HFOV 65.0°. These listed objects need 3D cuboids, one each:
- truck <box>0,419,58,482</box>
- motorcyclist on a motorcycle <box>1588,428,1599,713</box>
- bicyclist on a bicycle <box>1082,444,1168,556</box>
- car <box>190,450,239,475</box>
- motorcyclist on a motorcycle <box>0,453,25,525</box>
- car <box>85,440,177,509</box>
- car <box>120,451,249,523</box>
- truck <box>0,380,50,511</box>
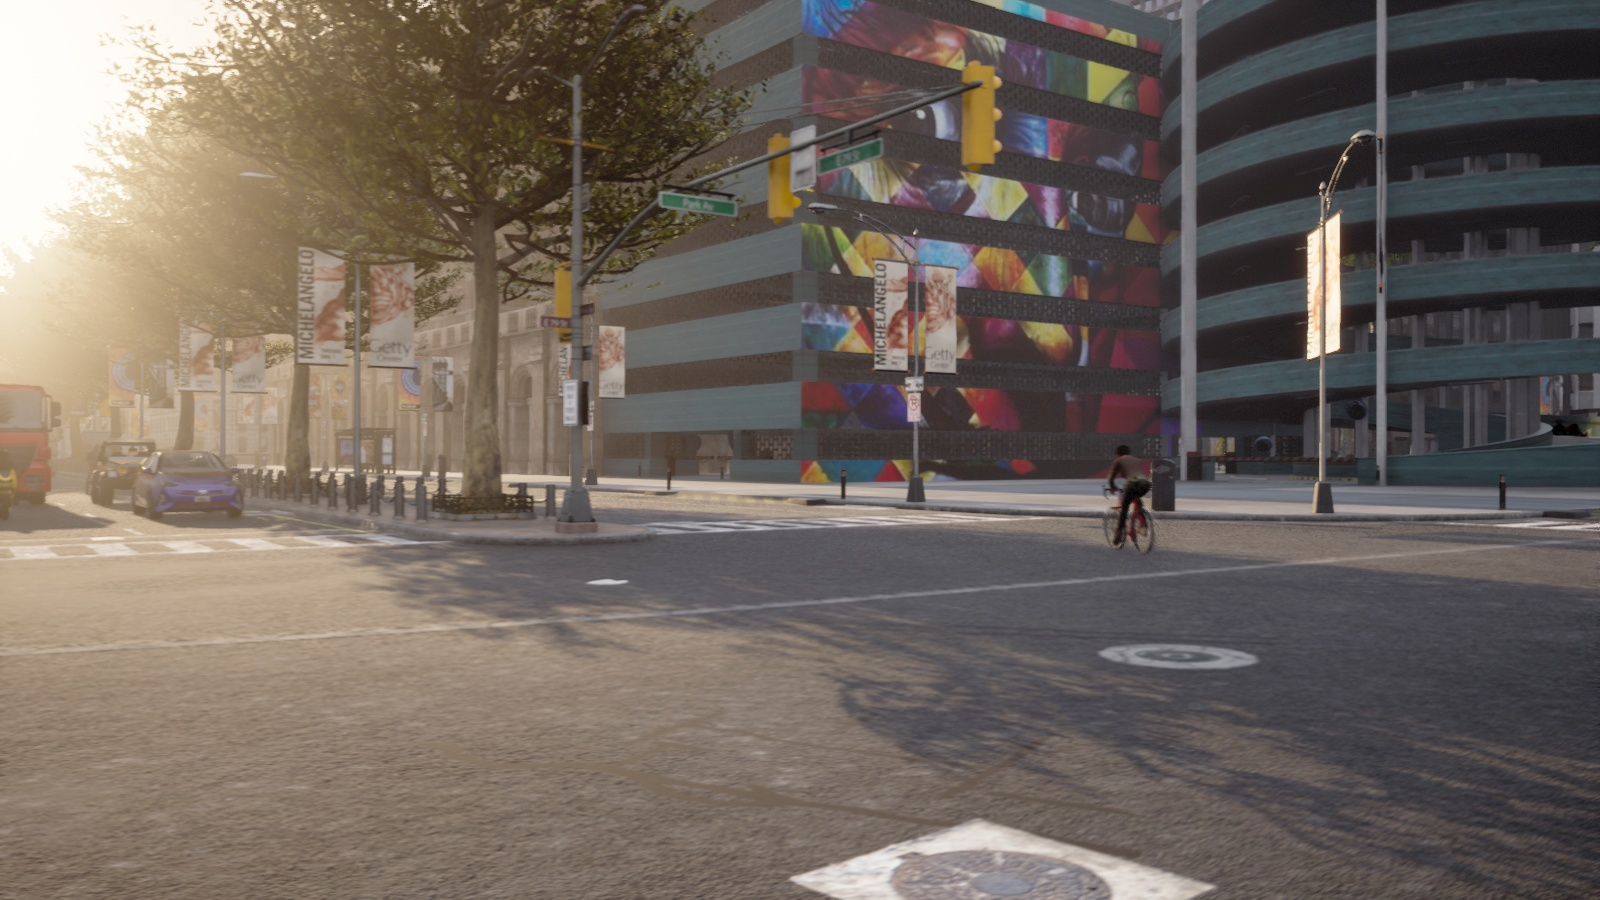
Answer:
[{"bbox_3d":[-45.041,0.035,72.793,2.891,3.462,7.936,0,0,-35],"label":"truck"},{"bbox_3d":[5.780,0.698,7.682,2.350,1.649,0.766,0,0,-35],"label":"motorcyclist on a motorcycle"},{"bbox_3d":[4.904,0.728,19.028,0.582,1.620,1.656,-1,0,-11],"label":"bicyclist on a bicycle"},{"bbox_3d":[-39.801,0.810,85.343,2.152,1.651,5.027,0,0,-35],"label":"car"},{"bbox_3d":[-17.452,0.831,27.401,0.797,1.523,2.044,0,0,-35],"label":"motorcyclist on a motorcycle"},{"bbox_3d":[-19.261,0.668,36.076,1.905,1.878,3.866,0,0,-34],"label":"car"},{"bbox_3d":[-14.385,0.792,29.208,2.007,1.525,4.514,0,0,-35],"label":"car"},{"bbox_3d":[-23.658,-0.099,36.239,2.891,3.462,7.936,0,0,-35],"label":"truck"}]
